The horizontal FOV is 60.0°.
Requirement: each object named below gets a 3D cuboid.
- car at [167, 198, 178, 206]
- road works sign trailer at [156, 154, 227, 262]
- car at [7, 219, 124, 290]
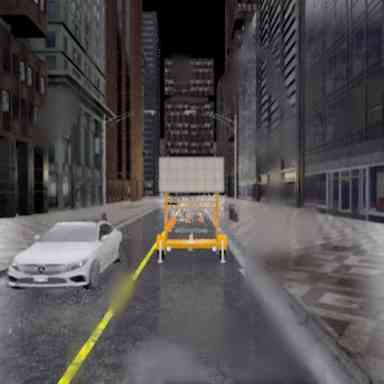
[{"bbox_3d":[-3.168,1.524,51.326,1.895,1.301,4.718,0,0,0],"label":"car"},{"bbox_3d":[-0.013,0.446,11.981,2.380,3.560,2.880,0,0,0],"label":"road works sign trailer"},{"bbox_3d":[-3.114,1.511,9.159,1.812,1.442,4.674,0,0,0],"label":"car"}]
